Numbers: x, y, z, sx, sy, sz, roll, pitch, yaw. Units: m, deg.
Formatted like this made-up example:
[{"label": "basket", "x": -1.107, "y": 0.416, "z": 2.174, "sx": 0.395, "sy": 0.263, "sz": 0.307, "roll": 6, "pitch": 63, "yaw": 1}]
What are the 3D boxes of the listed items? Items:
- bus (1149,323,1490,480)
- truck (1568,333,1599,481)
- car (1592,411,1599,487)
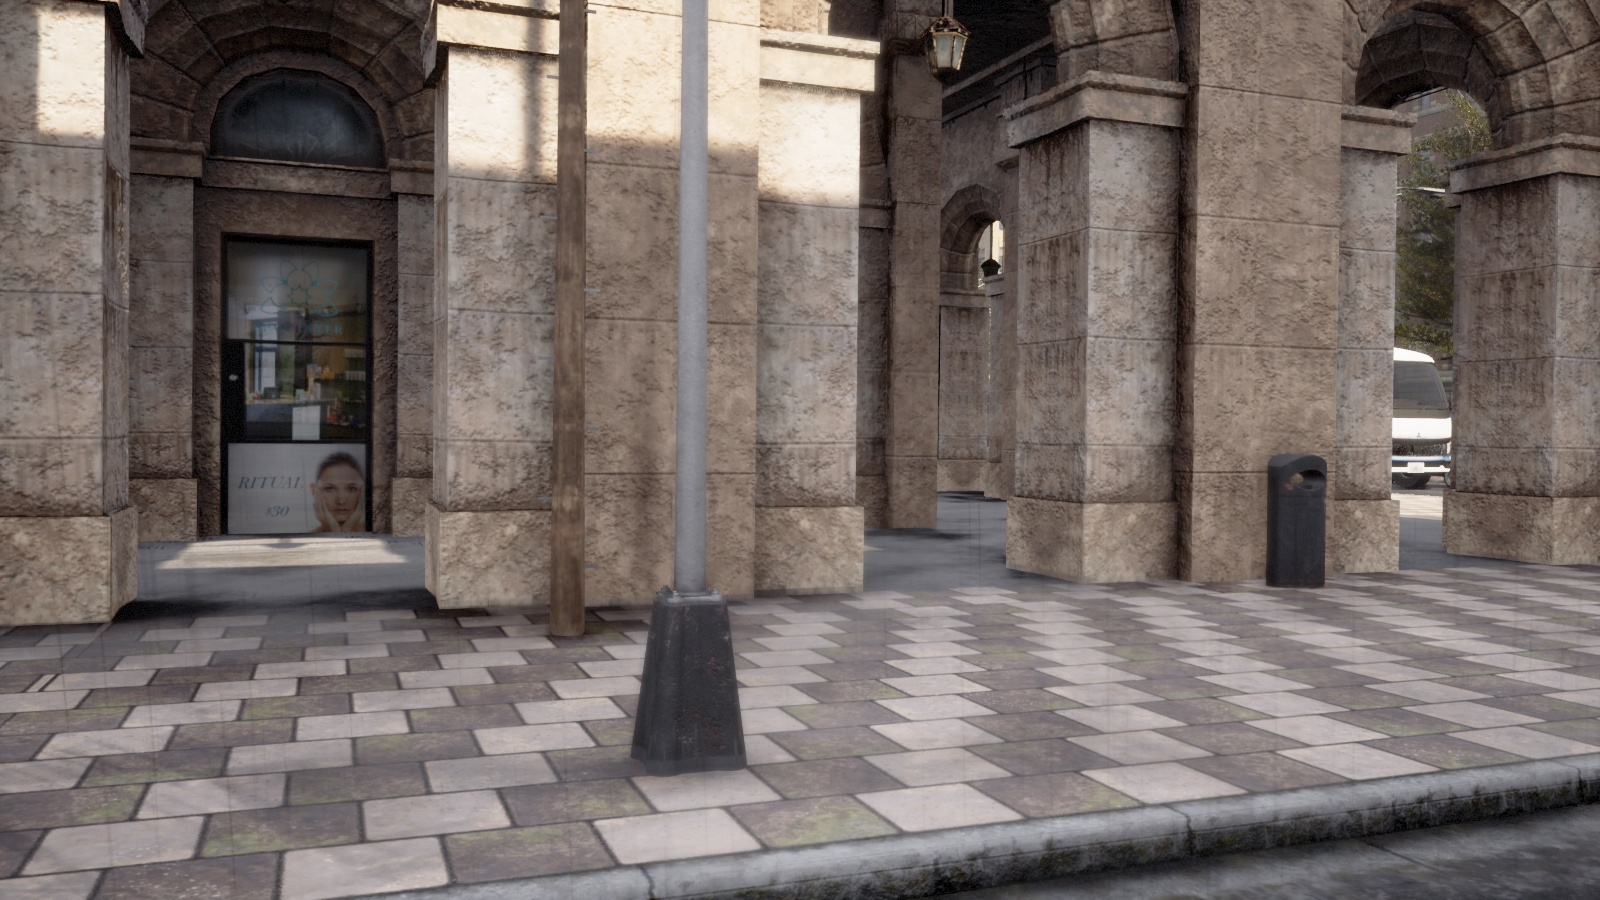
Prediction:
[{"label": "bus", "x": 15.800, "y": -1.393, "z": 39.535, "sx": 3.944, "sy": 4.253, "sz": 10.273, "roll": -1, "pitch": 1, "yaw": -21}, {"label": "truck", "x": 23.223, "y": -1.103, "z": 29.850, "sx": 2.891, "sy": 3.827, "sz": 8.468, "roll": -1, "pitch": 1, "yaw": -21}, {"label": "car", "x": 20.346, "y": -0.014, "z": 27.671, "sx": 2.097, "sy": 1.767, "sz": 4.553, "roll": -1, "pitch": 1, "yaw": -20}]
